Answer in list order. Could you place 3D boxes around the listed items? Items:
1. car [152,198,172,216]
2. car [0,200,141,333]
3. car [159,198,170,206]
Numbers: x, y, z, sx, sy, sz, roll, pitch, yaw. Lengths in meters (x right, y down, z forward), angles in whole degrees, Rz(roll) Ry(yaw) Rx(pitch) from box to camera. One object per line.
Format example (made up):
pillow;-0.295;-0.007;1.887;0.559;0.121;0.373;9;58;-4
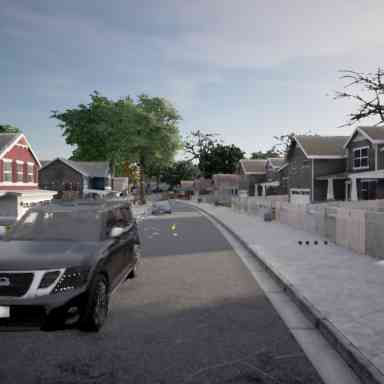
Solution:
car;-2.988;1.579;33.424;1.812;1.442;4.674;0;0;-3
car;-2.517;1.235;7.168;2.150;2.045;5.566;0;0;1
car;-4.969;1.685;59.436;1.895;1.301;4.718;0;0;-6
